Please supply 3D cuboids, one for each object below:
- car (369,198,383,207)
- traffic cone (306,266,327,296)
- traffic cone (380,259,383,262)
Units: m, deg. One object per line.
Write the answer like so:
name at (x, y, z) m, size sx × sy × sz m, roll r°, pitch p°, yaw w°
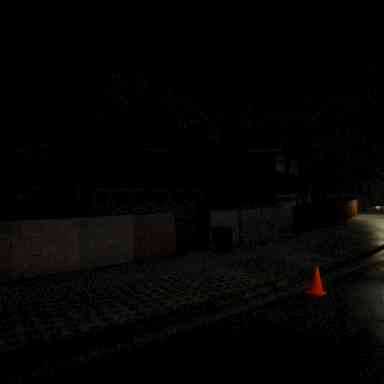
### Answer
car at (29.617, 1.579, 52.782) m, size 1.994 × 1.385 × 4.181 m, roll 0°, pitch 0°, yaw 13°
traffic cone at (2.787, 1.961, 7.429) m, size 0.340 × 0.580 × 0.340 m, roll 0°, pitch 0°, yaw -41°
traffic cone at (6.323, 1.963, 10.742) m, size 0.340 × 0.580 × 0.340 m, roll 0°, pitch 0°, yaw -45°
